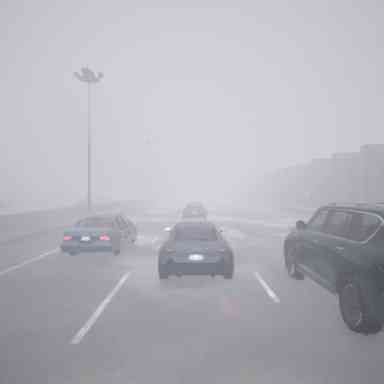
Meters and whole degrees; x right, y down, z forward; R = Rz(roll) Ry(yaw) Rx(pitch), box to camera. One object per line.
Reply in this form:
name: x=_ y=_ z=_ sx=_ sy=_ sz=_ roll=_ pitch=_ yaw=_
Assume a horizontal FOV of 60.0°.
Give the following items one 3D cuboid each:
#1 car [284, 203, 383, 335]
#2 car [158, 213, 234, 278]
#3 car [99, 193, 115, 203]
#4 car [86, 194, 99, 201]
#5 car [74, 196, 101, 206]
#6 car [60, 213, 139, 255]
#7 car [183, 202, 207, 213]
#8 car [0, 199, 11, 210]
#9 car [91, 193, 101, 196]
car: x=3.600 y=1.218 z=6.849 sx=2.150 sy=2.045 sz=5.566 roll=0 pitch=0 yaw=0
car: x=0.100 y=1.558 z=10.092 sx=1.994 sy=1.385 sz=4.181 roll=0 pitch=0 yaw=0
car: x=-16.858 y=1.511 z=67.238 sx=1.994 sy=1.385 sz=4.181 roll=0 pitch=0 yaw=0
car: x=-24.410 y=1.303 z=81.876 sx=2.128 sy=1.511 sz=4.902 roll=0 pitch=0 yaw=-4
car: x=-13.622 y=1.537 z=42.641 sx=1.994 sy=1.385 sz=4.181 roll=0 pitch=0 yaw=2
car: x=-3.401 y=1.539 z=13.153 sx=2.033 sy=1.411 sz=5.357 roll=0 pitch=0 yaw=0
car: x=0.248 y=1.547 z=28.094 sx=1.994 sy=1.385 sz=4.181 roll=0 pitch=0 yaw=1
car: x=-24.172 y=1.522 z=40.388 sx=2.033 sy=1.411 sz=5.357 roll=0 pitch=0 yaw=2
car: x=-20.412 y=1.175 z=71.451 sx=2.150 sy=2.045 sz=5.566 roll=0 pitch=0 yaw=0
